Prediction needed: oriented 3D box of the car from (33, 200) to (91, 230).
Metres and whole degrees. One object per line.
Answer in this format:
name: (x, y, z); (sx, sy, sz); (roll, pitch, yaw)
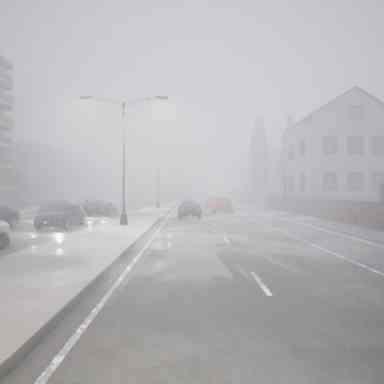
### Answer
car: (-8.316, 1.491, 21.253); (1.837, 1.490, 4.892); (0, 0, 0)

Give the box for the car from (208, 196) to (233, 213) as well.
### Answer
car: (3.141, 1.328, 35.849); (2.097, 1.767, 4.553); (0, 0, 0)

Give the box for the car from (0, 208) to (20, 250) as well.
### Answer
car: (-8.202, 1.518, 11.679); (1.812, 1.442, 4.674); (0, 0, -1)

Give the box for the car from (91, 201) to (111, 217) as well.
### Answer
car: (-8.286, 1.150, 27.116); (1.994, 1.385, 4.181); (0, 0, -1)

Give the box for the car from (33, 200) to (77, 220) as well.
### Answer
car: (-11.883, 1.486, 29.164); (1.837, 1.490, 4.892); (0, 0, 0)

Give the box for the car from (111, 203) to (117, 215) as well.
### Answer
car: (-8.393, 1.543, 31.273); (1.994, 1.385, 4.181); (0, 0, 0)

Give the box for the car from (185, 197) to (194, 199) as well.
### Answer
car: (-0.427, 1.494, 48.219); (1.812, 1.442, 4.674); (0, 0, -1)

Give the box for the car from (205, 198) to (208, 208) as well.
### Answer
car: (3.027, 1.320, 48.434); (2.097, 1.767, 4.553); (0, 0, 0)

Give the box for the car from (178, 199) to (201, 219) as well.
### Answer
car: (-0.208, 1.581, 29.095); (1.895, 1.301, 4.718); (0, 0, -1)

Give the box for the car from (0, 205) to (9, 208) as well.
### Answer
car: (-11.793, 1.465, 18.961); (1.882, 1.535, 5.008); (0, 0, 0)
